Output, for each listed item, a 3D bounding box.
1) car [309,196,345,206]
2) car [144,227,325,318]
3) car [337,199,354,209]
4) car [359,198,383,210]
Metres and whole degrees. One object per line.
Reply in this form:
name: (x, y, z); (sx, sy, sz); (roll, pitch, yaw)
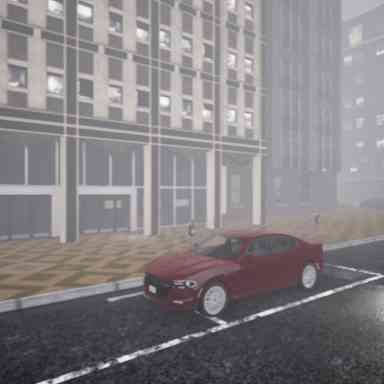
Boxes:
car: (20.237, 1.276, 50.025); (1.752, 1.417, 4.829); (0, 0, -36)
car: (1.101, 1.519, 7.388); (4.507, 1.381, 1.887); (0, 0, -36)
car: (16.999, 1.285, 40.238); (1.752, 1.417, 4.829); (0, 0, -36)
car: (20.232, 1.353, 35.799); (1.802, 1.307, 4.206); (0, 0, -36)
